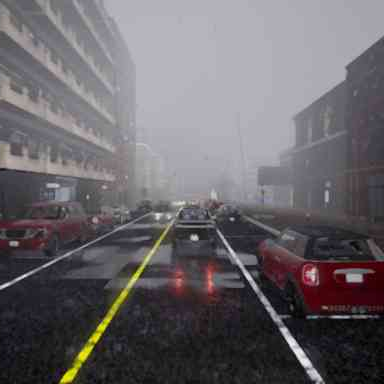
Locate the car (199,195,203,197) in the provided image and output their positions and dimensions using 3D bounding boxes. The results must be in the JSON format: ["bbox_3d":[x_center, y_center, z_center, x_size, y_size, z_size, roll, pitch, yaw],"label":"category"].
[{"bbox_3d":[2.701,1.642,91.183,1.967,1.590,4.097,0,0,0],"label":"car"}]

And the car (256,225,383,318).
[{"bbox_3d":[2.686,1.449,7.441,1.967,1.590,4.097,0,0,0],"label":"car"}]

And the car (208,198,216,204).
[{"bbox_3d":[2.692,1.598,35.923,1.887,1.381,4.507,0,0,0],"label":"car"}]

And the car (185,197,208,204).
[{"bbox_3d":[0.099,1.534,30.573,2.128,1.511,4.902,0,0,0],"label":"car"}]

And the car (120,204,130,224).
[{"bbox_3d":[-5.690,1.584,24.537,2.008,1.369,4.403,0,0,0],"label":"car"}]

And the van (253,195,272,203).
[{"bbox_3d":[14.671,1.542,69.475,3.998,1.788,1.690,0,0,0],"label":"van"}]

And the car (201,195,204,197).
[{"bbox_3d":[2.695,1.618,53.184,1.752,1.417,4.829,0,0,0],"label":"car"}]

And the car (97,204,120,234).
[{"bbox_3d":[-5.692,1.464,18.840,1.967,1.590,4.097,0,0,0],"label":"car"}]

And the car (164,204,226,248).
[{"bbox_3d":[0.095,1.509,14.824,2.128,1.511,4.902,0,0,0],"label":"car"}]

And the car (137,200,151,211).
[{"bbox_3d":[-5.688,1.631,41.627,1.947,1.339,4.313,0,0,0],"label":"car"}]

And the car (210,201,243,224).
[{"bbox_3d":[2.690,1.583,24.531,2.008,1.369,4.403,0,0,0],"label":"car"}]

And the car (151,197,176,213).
[{"bbox_3d":[-3.088,1.620,37.156,1.994,1.385,4.181,0,0,0],"label":"car"}]

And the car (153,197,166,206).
[{"bbox_3d":[-5.685,1.632,58.547,1.752,1.417,4.829,0,0,0],"label":"car"}]

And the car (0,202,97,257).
[{"bbox_3d":[-5.694,1.331,13.143,2.192,1.841,5.009,0,0,0],"label":"car"}]
